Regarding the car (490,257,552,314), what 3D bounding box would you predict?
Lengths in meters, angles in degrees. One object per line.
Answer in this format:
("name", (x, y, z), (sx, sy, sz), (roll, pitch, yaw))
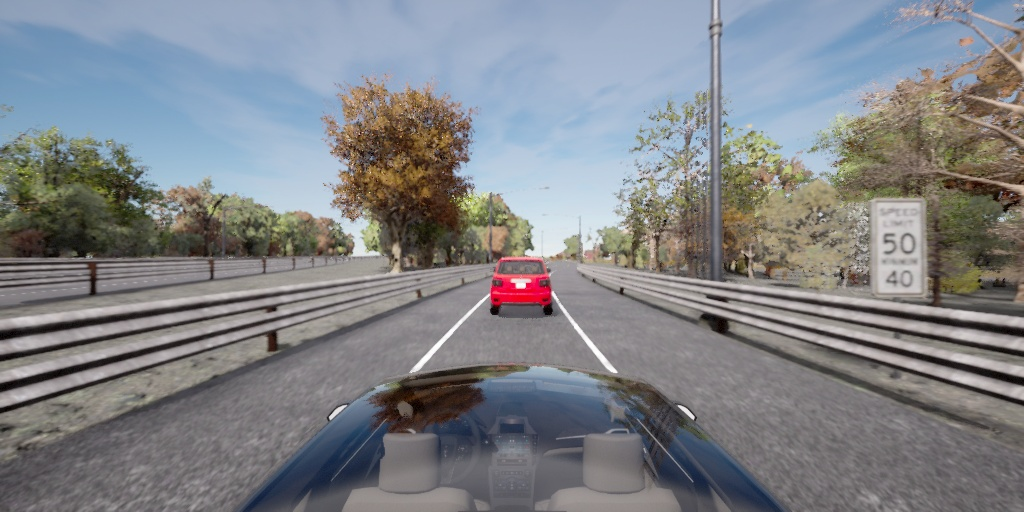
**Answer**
("car", (0.398, 1.061, 14.357), (2.150, 2.045, 5.566), (0, 0, 2))
